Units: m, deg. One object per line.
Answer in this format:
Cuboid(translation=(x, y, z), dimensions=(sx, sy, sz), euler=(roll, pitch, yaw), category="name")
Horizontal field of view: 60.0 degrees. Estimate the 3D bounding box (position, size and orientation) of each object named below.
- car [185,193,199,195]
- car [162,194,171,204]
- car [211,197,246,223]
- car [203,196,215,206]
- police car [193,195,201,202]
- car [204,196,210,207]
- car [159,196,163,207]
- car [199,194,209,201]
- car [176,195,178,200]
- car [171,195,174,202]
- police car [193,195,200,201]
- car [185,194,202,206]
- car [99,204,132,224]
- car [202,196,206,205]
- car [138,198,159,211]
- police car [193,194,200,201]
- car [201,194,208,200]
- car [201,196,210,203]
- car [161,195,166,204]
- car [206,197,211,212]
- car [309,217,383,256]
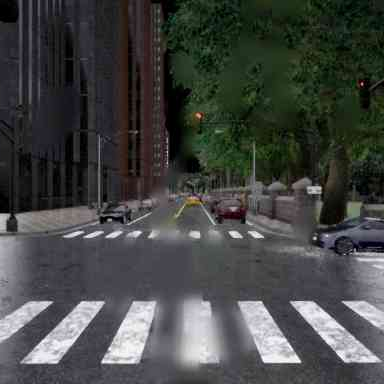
Cuboid(translation=(0.204, 1.276, 65.377), dimensions=(2.150, 2.045, 5.566), euler=(0, 0, 0), category="car")
Cuboid(translation=(-5.565, 1.634, 63.433), dimensions=(1.802, 1.307, 4.206), euler=(0, 0, 0), category="car")
Cuboid(translation=(2.841, 1.325, 25.217), dimensions=(2.192, 1.841, 5.009), euler=(0, 0, 0), category="car")
Cuboid(translation=(2.943, 1.486, 57.956), dimensions=(1.967, 1.590, 4.097), euler=(0, 0, 0), category="car")
Cuboid(translation=(1.138, 1.494, 75.988), dimensions=(1.930, 1.638, 5.238), euler=(0, 0, 0), category="police car")
Cuboid(translation=(2.892, 1.578, 41.585), dimensions=(2.008, 1.369, 4.403), euler=(0, 0, 0), category="car")
Cuboid(translation=(-5.616, 1.615, 47.062), dimensions=(1.802, 1.307, 4.206), euler=(0, 0, 0), category="car")
Cuboid(translation=(3.029, 1.398, 85.238), dimensions=(2.192, 1.841, 5.009), euler=(0, 0, 0), category="car")
Cuboid(translation=(-5.479, 1.532, 90.718), dimensions=(1.967, 1.590, 4.097), euler=(0, 0, 0), category="car")
Cuboid(translation=(-5.547, 1.373, 68.890), dimensions=(2.192, 1.841, 5.009), euler=(0, 0, 0), category="car")
Cuboid(translation=(1.151, 1.510, 85.988), dimensions=(1.930, 1.638, 5.238), euler=(0, 0, 0), category="police car")
Cuboid(translation=(0.223, 1.520, 55.251), dimensions=(1.882, 1.535, 5.008), euler=(0, 0, 0), category="car")
Cuboid(translation=(-5.685, 1.576, 25.234), dimensions=(1.947, 1.339, 4.313), euler=(0, 0, 0), category="car")
Cuboid(translation=(2.909, 1.584, 47.042), dimensions=(2.008, 1.369, 4.403), euler=(0, 0, 0), category="car")
Cuboid(translation=(-5.633, 1.578, 41.605), dimensions=(2.008, 1.369, 4.403), euler=(0, 0, 0), category="car")
Cuboid(translation=(1.188, 1.519, 91.988), dimensions=(1.930, 1.638, 5.238), euler=(0, 0, 0), category="police car")
Cuboid(translation=(2.926, 1.480, 52.499), dimensions=(1.967, 1.590, 4.097), euler=(0, 0, 0), category="car")
Cuboid(translation=(2.995, 1.591, 74.495), dimensions=(1.752, 1.417, 4.829), euler=(0, 0, 0), category="car")
Cuboid(translation=(-5.599, 1.622, 52.519), dimensions=(1.802, 1.307, 4.206), euler=(0, 0, 0), category="car")
Cuboid(translation=(2.875, 1.587, 36.129), dimensions=(1.947, 1.339, 4.313), euler=(0, 0, 0), category="car")
Cuboid(translation=(6.925, 1.727, 13.299), dimensions=(4.181, 1.385, 1.994), euler=(1, 0, 0), category="car")
